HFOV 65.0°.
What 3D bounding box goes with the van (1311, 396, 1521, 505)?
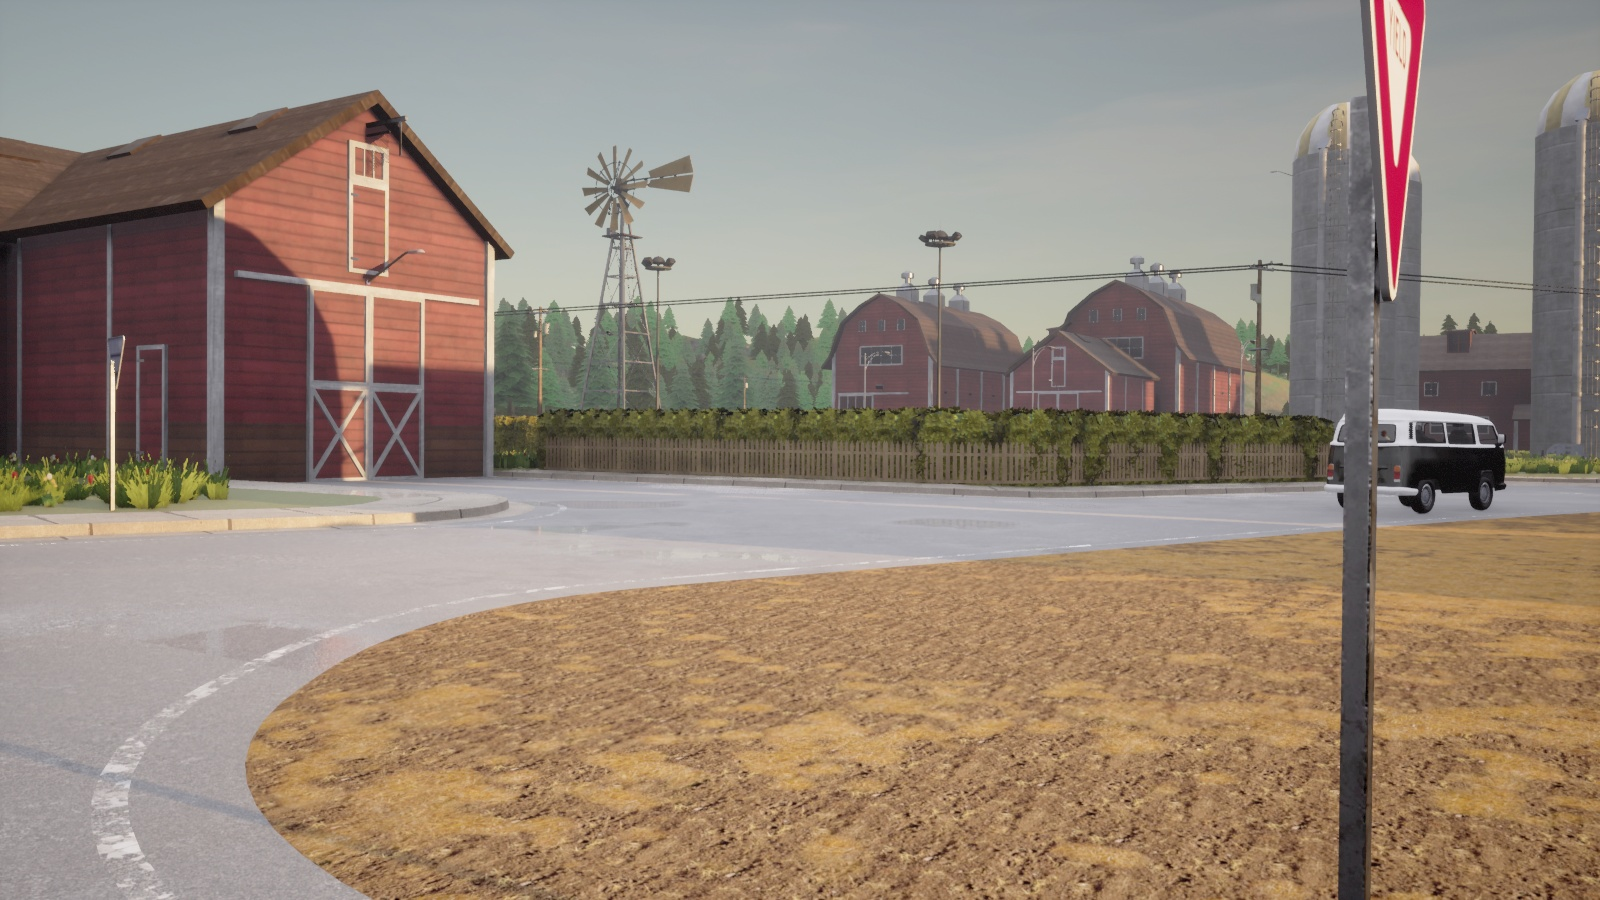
[{"bbox_3d":[12.681,-0.023,25.762,4.480,2.038,2.069,-1,1,-37],"label":"van"}]
